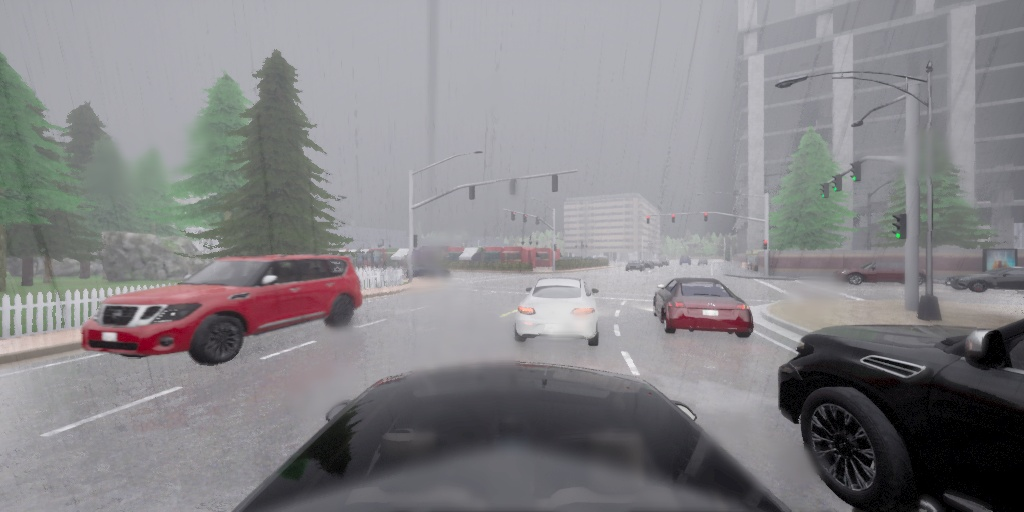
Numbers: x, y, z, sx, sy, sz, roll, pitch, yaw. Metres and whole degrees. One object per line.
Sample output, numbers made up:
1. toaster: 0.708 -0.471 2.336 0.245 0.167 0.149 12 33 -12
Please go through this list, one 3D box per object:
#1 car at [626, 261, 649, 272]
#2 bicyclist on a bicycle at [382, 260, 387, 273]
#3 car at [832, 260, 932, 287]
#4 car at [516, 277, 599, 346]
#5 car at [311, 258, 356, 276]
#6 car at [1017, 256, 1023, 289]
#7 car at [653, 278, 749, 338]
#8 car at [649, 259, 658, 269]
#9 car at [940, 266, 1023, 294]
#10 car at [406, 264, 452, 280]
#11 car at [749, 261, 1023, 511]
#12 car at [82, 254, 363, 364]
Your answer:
1. car: 16.457 1.314 47.661 1.994 1.385 4.181 0 0 29
2. bicyclist on a bicycle: -15.755 1.258 44.253 0.582 1.620 1.656 0 0 -23
3. car: 25.903 1.157 25.387 4.553 1.767 2.097 0 0 29
4. car: 1.271 1.276 9.399 1.812 1.442 4.674 0 0 11
5. car: -19.256 1.158 38.679 4.553 1.767 2.097 0 0 30
6. car: 34.242 1.027 20.660 5.566 2.045 2.150 0 0 30
7. car: 5.292 1.314 10.409 1.994 1.385 4.181 0 0 17
8. car: 20.781 1.351 55.401 1.895 1.301 4.718 0 0 29
9. car: 27.992 1.331 20.154 4.674 1.442 1.812 0 0 29
10. car: -7.363 1.370 31.891 4.181 1.385 1.994 0 0 30
11. car: 3.737 0.971 1.179 2.150 2.045 5.566 0 0 0
12. car: -5.973 0.971 8.575 2.150 2.045 5.566 0 0 13
